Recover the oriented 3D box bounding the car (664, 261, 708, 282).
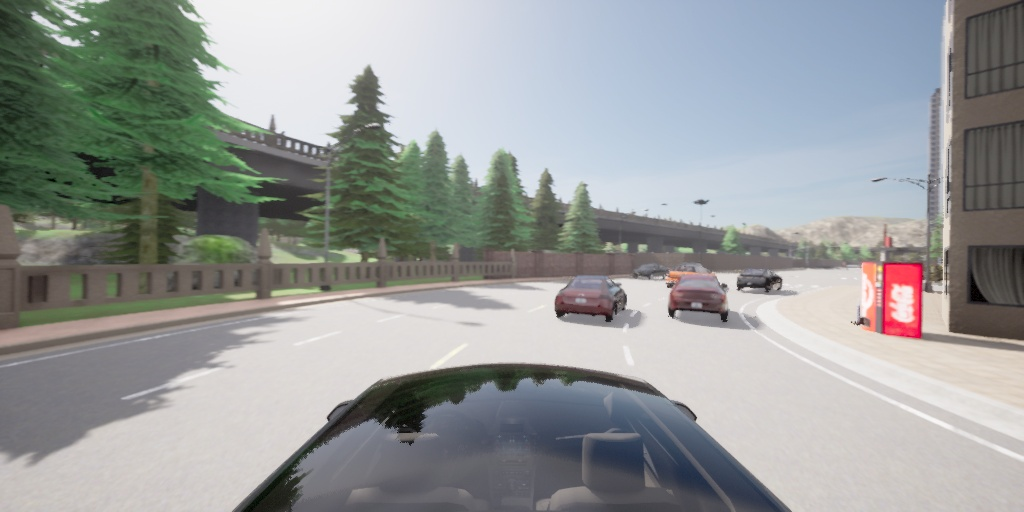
[{"bbox_3d":[16.284,1.411,33.461,4.553,1.767,2.097,1,0,-41],"label":"car"}]

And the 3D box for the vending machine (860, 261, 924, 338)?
[{"bbox_3d":[10.111,1.153,9.607,1.100,2.100,0.880,0,0,24],"label":"vending machine"}]

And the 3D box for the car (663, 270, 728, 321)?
[{"bbox_3d":[6.962,1.435,13.466,1.812,1.442,4.674,1,0,28],"label":"car"}]

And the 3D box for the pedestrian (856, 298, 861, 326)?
[{"bbox_3d":[10.356,1.106,10.350,0.375,1.860,0.375,1,0,26],"label":"pedestrian"}]

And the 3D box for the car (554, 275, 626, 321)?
[{"bbox_3d":[2.978,1.397,13.157,1.994,1.385,4.181,1,0,24],"label":"car"}]

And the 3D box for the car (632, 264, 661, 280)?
[{"bbox_3d":[13.943,1.517,36.065,4.892,1.490,1.837,1,0,-41],"label":"car"}]

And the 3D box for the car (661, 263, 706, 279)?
[{"bbox_3d":[12.717,1.398,25.274,4.553,1.767,2.097,1,0,-44],"label":"car"}]

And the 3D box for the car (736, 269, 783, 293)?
[{"bbox_3d":[16.886,1.613,24.415,4.902,1.511,2.128,1,0,-42],"label":"car"}]
